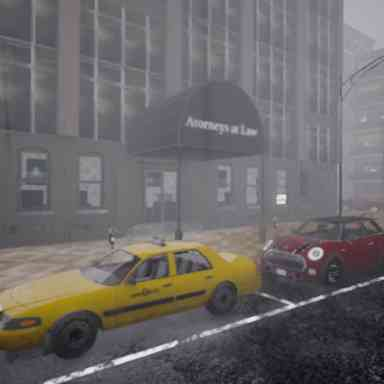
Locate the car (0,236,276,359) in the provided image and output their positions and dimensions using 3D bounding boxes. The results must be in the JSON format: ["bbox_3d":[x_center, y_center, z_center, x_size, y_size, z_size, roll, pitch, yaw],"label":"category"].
[{"bbox_3d":[-0.853,1.521,5.942,4.829,1.417,1.752,0,1,-36],"label":"car"}]

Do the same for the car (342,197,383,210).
[{"bbox_3d":[16.956,1.206,32.859,1.887,1.381,4.507,2,0,-36],"label":"car"}]

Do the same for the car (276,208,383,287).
[{"bbox_3d":[3.812,1.426,9.268,4.097,1.590,1.967,0,1,-35],"label":"car"}]
